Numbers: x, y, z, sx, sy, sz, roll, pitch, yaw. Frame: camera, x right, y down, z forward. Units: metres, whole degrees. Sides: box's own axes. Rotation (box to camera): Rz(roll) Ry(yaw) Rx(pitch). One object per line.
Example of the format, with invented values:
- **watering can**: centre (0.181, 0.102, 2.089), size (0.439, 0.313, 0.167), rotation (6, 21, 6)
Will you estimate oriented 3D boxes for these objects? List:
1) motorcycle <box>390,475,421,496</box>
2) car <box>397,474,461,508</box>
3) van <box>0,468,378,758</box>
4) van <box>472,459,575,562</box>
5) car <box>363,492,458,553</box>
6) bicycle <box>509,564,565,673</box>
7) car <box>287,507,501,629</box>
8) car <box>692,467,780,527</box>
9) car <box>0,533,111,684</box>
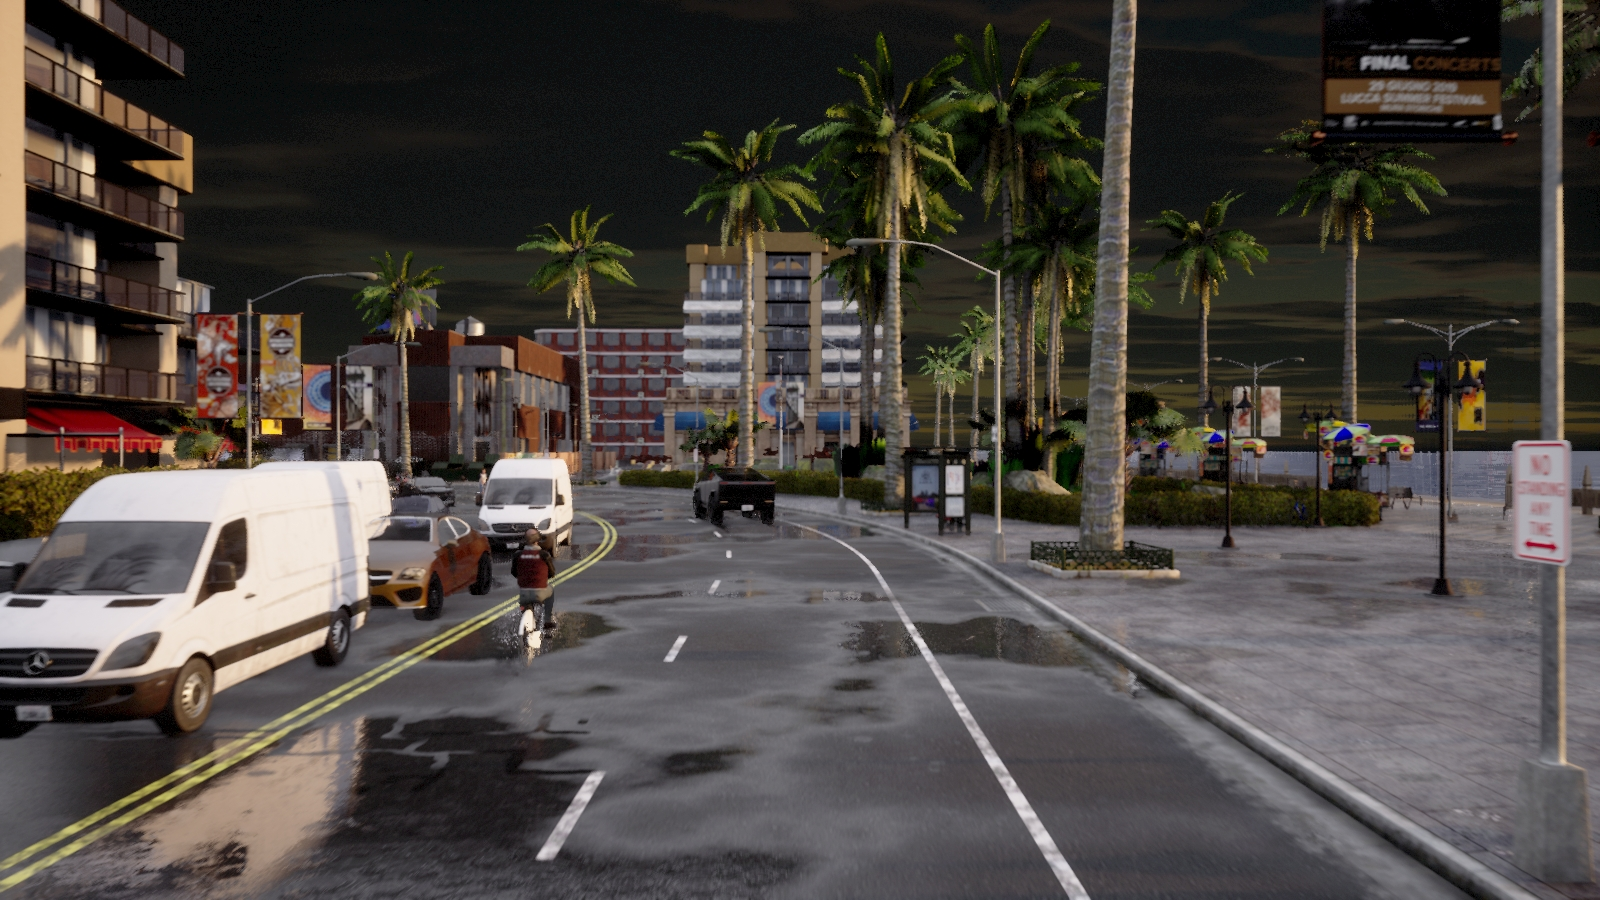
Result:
- **motorcycle**: centre (-24.599, 2.206, 71.261), size (2.209, 1.251, 0.867), rotation (0, 0, 43)
- **car**: centre (-18.701, 2.035, 57.416), size (2.097, 1.535, 5.006), rotation (0, 0, -30)
- **van**: centre (-7.017, 1.535, 13.376), size (1.988, 2.561, 5.915), rotation (0, 0, 0)
- **van**: centre (-7.502, 1.536, 31.580), size (1.988, 2.561, 5.915), rotation (0, 0, -6)
- **car**: centre (-11.160, 2.040, 32.942), size (1.845, 1.501, 3.633), rotation (0, 0, -6)
- **bicycle**: centre (-3.486, 2.210, 15.259), size (0.329, 1.171, 1.835), rotation (0, 0, 0)
- **car**: centre (-7.089, 1.991, 20.611), size (2.152, 1.651, 5.027), rotation (0, 0, -1)
- **car**: centre (-2.626, 1.754, 44.754), size (2.390, 2.098, 6.274), rotation (0, 0, -13)
- **car**: centre (-10.641, 1.982, 13.327), size (2.097, 1.638, 5.238), rotation (0, 0, -1)
